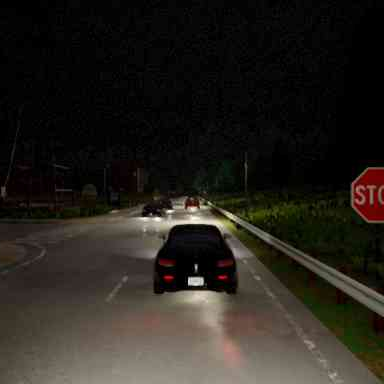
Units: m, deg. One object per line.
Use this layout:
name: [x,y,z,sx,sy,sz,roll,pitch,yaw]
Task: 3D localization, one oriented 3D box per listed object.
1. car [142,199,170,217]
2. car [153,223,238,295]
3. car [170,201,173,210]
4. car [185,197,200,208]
car: [-3.653,1.624,32.692,2.033,1.411,5.357,0,0,1]
car: [0.071,1.546,8.668,1.812,1.442,4.674,0,0,0]
car: [-3.591,1.630,44.257,1.812,1.442,4.674,0,0,0]
car: [0.045,1.467,49.400,2.097,1.767,4.553,0,0,0]
